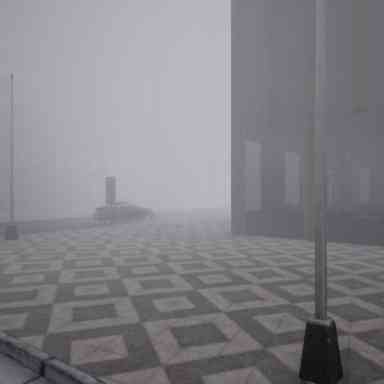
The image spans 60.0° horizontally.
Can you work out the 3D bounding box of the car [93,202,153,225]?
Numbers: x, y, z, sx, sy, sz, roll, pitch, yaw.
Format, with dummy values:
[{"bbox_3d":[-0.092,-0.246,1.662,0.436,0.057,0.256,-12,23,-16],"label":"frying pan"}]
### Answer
[{"bbox_3d":[-4.907,1.504,24.424,2.128,1.511,4.902,0,0,36],"label":"car"}]
